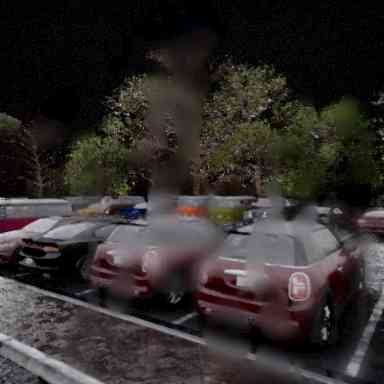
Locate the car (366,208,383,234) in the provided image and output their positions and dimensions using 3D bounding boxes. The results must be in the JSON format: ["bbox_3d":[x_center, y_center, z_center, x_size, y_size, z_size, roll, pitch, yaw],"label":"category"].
[{"bbox_3d":[9.771,1.539,17.311,2.002,1.452,4.674,0,0,36],"label":"car"}]

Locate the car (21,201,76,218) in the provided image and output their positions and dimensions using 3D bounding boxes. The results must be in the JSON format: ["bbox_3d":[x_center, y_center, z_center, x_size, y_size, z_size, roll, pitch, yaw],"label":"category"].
[{"bbox_3d":[-14.987,1.763,35.038,2.097,1.535,5.008,-1,-1,36],"label":"car"}]

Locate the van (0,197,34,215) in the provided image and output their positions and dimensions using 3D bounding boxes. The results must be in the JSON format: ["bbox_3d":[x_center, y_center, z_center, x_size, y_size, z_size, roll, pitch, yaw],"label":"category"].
[{"bbox_3d":[-21.676,1.675,39.977,1.878,1.987,4.442,-1,-1,36],"label":"van"}]

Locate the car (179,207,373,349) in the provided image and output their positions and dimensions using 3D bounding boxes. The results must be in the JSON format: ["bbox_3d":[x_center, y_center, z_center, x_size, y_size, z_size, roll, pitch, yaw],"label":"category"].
[{"bbox_3d":[2.040,1.375,6.724,2.185,1.767,4.553,0,0,36],"label":"car"}]

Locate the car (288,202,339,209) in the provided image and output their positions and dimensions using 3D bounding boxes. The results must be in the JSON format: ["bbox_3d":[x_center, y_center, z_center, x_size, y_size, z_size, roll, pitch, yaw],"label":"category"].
[{"bbox_3d":[7.516,1.500,18.922,2.097,1.535,5.008,0,0,36],"label":"car"}]

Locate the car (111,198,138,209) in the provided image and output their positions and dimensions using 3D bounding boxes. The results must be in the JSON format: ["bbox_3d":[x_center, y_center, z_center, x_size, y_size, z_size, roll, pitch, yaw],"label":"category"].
[{"bbox_3d":[-3.723,1.534,26.983,2.097,1.535,5.008,-1,-1,36],"label":"car"}]

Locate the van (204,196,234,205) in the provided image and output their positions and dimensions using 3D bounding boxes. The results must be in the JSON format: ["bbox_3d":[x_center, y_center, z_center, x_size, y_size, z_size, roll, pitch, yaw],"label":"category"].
[{"bbox_3d":[2.981,1.277,22.320,1.878,1.987,4.442,0,0,36],"label":"van"}]

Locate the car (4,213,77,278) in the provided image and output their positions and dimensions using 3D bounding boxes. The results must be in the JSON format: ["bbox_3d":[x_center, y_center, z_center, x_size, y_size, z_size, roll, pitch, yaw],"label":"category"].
[{"bbox_3d":[-2.459,1.503,9.977,2.097,1.535,5.008,0,0,36],"label":"car"}]

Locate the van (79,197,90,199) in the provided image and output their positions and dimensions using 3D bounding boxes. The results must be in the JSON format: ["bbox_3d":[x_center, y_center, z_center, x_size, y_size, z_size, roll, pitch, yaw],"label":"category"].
[{"bbox_3d":[-10.416,1.446,31.914,1.878,1.987,4.442,-1,-1,36],"label":"van"}]

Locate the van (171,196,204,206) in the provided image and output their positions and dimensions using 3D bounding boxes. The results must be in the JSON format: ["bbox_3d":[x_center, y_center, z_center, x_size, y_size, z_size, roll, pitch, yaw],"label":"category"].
[{"bbox_3d":[0.831,1.278,23.859,1.878,1.987,4.442,0,0,36],"label":"van"}]

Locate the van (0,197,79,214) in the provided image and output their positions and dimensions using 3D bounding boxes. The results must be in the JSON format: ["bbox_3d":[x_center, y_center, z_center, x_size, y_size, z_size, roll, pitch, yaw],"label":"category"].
[{"bbox_3d":[-7.038,1.280,13.120,1.878,1.987,4.442,0,0,36],"label":"van"}]

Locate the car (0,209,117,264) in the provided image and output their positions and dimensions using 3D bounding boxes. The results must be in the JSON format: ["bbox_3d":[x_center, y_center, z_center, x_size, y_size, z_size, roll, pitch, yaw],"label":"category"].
[{"bbox_3d":[-4.711,1.544,11.600,2.002,1.452,4.674,0,0,36],"label":"car"}]

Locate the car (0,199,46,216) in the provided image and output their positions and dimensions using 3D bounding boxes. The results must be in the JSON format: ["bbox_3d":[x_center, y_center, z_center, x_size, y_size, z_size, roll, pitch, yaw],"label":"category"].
[{"bbox_3d":[-19.509,1.729,38.243,2.185,1.767,4.553,-1,-1,36],"label":"car"}]

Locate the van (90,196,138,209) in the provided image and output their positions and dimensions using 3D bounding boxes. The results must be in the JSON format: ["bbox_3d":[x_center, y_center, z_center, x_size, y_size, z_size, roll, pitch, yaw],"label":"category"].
[{"bbox_3d":[-6.049,1.354,28.499,1.878,1.987,4.442,-1,-1,36],"label":"van"}]

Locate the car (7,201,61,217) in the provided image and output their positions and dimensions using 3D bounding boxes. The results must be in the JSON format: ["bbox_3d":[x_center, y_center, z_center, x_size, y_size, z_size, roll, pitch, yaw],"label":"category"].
[{"bbox_3d":[-17.342,1.811,36.724,2.097,1.535,5.008,-1,-1,36],"label":"car"}]

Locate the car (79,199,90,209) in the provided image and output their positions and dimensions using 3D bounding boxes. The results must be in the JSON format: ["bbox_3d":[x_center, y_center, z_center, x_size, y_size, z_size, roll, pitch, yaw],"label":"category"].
[{"bbox_3d":[-8.335,1.622,30.053,1.946,1.575,5.366,-1,-1,36],"label":"car"}]

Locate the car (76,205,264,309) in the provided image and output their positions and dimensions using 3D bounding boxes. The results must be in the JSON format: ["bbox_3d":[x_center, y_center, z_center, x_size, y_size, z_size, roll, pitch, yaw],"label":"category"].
[{"bbox_3d":[-0.217,1.376,8.340,2.185,1.767,4.553,0,0,36],"label":"car"}]

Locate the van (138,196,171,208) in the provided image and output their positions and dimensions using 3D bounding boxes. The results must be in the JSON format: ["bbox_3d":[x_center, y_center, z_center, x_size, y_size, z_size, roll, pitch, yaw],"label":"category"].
[{"bbox_3d":[-1.665,1.280,25.360,1.878,1.987,4.442,-1,0,36],"label":"van"}]

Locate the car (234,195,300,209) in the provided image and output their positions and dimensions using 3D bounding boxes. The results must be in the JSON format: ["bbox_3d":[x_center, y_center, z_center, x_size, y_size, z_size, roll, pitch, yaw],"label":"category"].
[{"bbox_3d":[5.149,1.250,20.588,2.435,2.045,5.566,0,0,36],"label":"car"}]
